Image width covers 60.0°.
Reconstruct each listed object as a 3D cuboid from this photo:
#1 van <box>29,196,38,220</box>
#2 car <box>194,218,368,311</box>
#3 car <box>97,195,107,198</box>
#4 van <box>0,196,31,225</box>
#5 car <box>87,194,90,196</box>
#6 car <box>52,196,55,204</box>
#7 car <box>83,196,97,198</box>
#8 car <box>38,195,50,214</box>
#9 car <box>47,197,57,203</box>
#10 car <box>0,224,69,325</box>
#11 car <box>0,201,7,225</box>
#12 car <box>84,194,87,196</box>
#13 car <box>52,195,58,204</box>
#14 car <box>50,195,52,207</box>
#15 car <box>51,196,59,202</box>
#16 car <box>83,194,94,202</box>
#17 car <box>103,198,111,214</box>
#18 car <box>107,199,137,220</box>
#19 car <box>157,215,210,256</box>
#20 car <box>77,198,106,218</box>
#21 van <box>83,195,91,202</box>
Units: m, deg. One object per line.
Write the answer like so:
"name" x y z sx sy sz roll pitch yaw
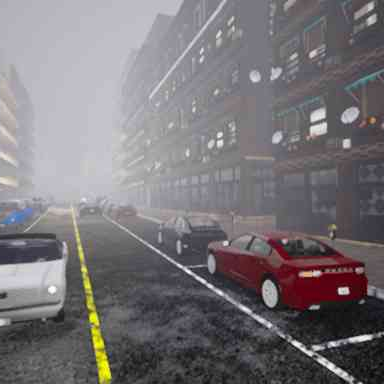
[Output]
"van" -13.273 1.368 25.812 1.690 1.788 3.998 2 -1 -20
"car" 1.802 1.543 7.730 1.887 1.381 4.507 1 -1 -20
"car" -9.688 1.482 38.863 1.967 1.590 4.097 1 -1 -20
"van" -11.355 1.359 20.623 1.690 1.788 3.998 2 -1 -20
"car" -17.395 1.541 59.602 1.967 1.590 4.097 1 -1 -20
"car" -22.861 1.656 51.749 1.947 1.339 4.313 1 -1 -20
"car" -13.241 1.542 41.220 2.128 1.511 4.902 0 0 -20
"car" -17.106 1.364 36.187 2.192 1.841 5.009 1 -1 -20
"car" -30.527 1.718 72.499 1.887 1.381 4.507 1 -1 -20
"car" -3.593 1.605 6.945 1.895 1.301 4.718 0 0 -20
"car" -7.523 1.324 10.250 2.192 1.841 5.009 2 -1 -20
"car" -21.231 1.724 69.978 1.802 1.307 4.206 1 -1 -20
"car" -28.605 1.464 67.313 2.192 1.841 5.009 1 -1 -20
"car" -19.022 1.376 41.375 2.192 1.841 5.009 1 -1 -20
"car" -36.279 1.837 88.064 1.802 1.307 4.206 1 -1 -20
"car" -25.061 1.506 80.358 2.192 1.841 5.009 1 -1 -20
"car" -7.780 1.575 33.670 1.887 1.381 4.507 1 -1 -20
"car" -5.864 1.565 28.483 1.887 1.381 4.507 1 -1 -20
"car" -0.115 1.552 12.919 2.008 1.369 4.403 1 -1 -20
"car" -9.507 1.593 31.155 1.994 1.385 4.181 0 0 -20
"van" -26.978 1.560 85.546 1.690 1.788 3.998 1 -1 -20
